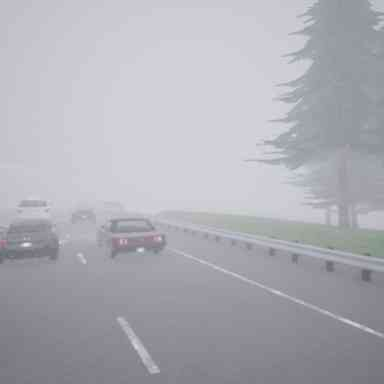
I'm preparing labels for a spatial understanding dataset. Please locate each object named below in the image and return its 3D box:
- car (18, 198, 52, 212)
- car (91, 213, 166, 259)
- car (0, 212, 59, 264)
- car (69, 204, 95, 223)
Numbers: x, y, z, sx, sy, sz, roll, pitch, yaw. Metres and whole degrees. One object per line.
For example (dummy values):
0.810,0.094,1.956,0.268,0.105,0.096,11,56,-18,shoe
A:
-11.806,1.485,25.042,2.150,2.045,5.566,-1,0,-24,car
-2.640,1.689,13.284,1.895,1.301,4.718,-1,0,-24,car
-6.177,1.699,12.632,1.994,1.385,4.181,-1,0,-24,car
-9.318,1.766,28.093,1.812,1.442,4.674,-1,0,-24,car
